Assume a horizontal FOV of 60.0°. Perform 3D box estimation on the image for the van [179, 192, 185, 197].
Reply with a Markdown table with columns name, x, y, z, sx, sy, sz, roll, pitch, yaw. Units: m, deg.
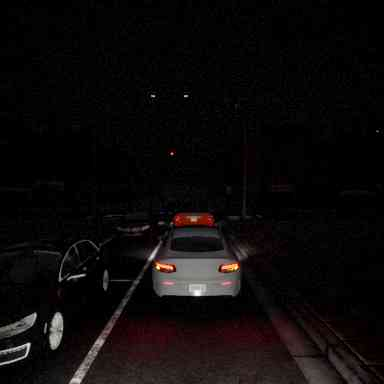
| name | x | y | z | sx | sy | sz | roll | pitch | yaw |
| --- | --- | --- | --- | --- | --- | --- | --- | --- | --- |
| van | -2.724 | 1.360 | 65.685 | 1.690 | 1.788 | 3.998 | -1 | 0 | 0 |

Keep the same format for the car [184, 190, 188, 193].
| name | x | y | z | sx | sy | sz | roll | pitch | yaw |
| --- | --- | --- | --- | --- | --- | --- | --- | --- | --- |
| car | -2.744 | 1.132 | 93.398 | 2.192 | 1.841 | 5.009 | -1 | 1 | 0 |

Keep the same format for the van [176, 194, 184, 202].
| name | x | y | z | sx | sy | sz | roll | pitch | yaw |
| --- | --- | --- | --- | --- | --- | --- | --- | --- | --- |
| van | -2.733 | 1.302 | 76.765 | 1.690 | 1.788 | 3.998 | -1 | 0 | 0 |

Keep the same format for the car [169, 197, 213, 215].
| name | x | y | z | sx | sy | sz | roll | pitch | yaw |
| --- | --- | --- | --- | --- | --- | --- | --- | --- | --- |
| car | 0.083 | 1.353 | 18.112 | 2.097 | 1.767 | 4.553 | 0 | 0 | 0 |

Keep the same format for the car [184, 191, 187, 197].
| name | x | y | z | sx | sy | sz | roll | pitch | yaw |
| --- | --- | --- | --- | --- | --- | --- | --- | --- | --- |
| car | -2.730 | 1.308 | 71.228 | 2.192 | 1.841 | 5.009 | -1 | 0 | 0 |

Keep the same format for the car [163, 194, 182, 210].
| name | x | y | z | sx | sy | sz | roll | pitch | yaw |
| --- | --- | --- | --- | --- | --- | --- | --- | --- | --- |
| car | -2.705 | 1.484 | 43.529 | 1.967 | 1.590 | 4.097 | -2 | 0 | 0 |

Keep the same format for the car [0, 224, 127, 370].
| name | x | y | z | sx | sy | sz | roll | pitch | yaw |
| --- | --- | --- | --- | --- | --- | --- | --- | --- | --- |
| car | -2.664 | 1.548 | 5.857 | 2.008 | 1.369 | 4.403 | -2 | 0 | 0 |

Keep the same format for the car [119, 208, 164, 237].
| name | x | y | z | sx | sy | sz | roll | pitch | yaw |
| --- | --- | --- | --- | --- | --- | --- | --- | --- | --- |
| car | -2.674 | 1.582 | 16.751 | 1.802 | 1.307 | 4.206 | -2 | 0 | 0 |

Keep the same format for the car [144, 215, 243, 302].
| name | x | y | z | sx | sy | sz | roll | pitch | yaw |
| --- | --- | --- | --- | --- | --- | --- | --- | --- | --- |
| car | 0.093 | 1.523 | 8.149 | 1.812 | 1.442 | 4.674 | 0 | 0 | 0 |

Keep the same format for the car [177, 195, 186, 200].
| name | x | y | z | sx | sy | sz | roll | pitch | yaw |
| --- | --- | --- | --- | --- | --- | --- | --- | --- | --- |
| car | -2.737 | 1.430 | 87.849 | 2.008 | 1.369 | 4.403 | -1 | 0 | 0 |
